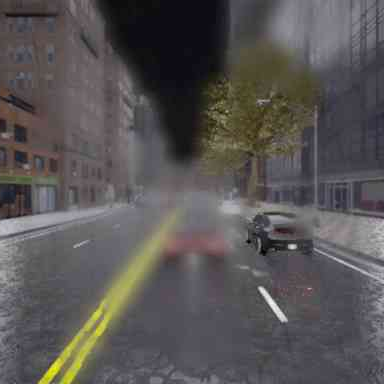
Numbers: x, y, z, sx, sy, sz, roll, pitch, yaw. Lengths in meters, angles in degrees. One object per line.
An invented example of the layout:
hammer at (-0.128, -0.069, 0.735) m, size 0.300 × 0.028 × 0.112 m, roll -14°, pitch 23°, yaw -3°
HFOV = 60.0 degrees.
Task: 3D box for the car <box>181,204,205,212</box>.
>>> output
car at (0.065, 1.657, 26.852) m, size 1.895 × 1.301 × 4.718 m, roll 0°, pitch 0°, yaw 0°

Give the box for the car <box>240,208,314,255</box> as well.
car at (3.323, 1.537, 13.361) m, size 1.837 × 1.490 × 4.892 m, roll 0°, pitch 0°, yaw 0°

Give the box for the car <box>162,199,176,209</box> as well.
car at (-3.309, 1.690, 48.023) m, size 1.895 × 1.301 × 4.718 m, roll 0°, pitch 0°, yaw 0°

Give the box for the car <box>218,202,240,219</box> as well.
car at (3.328, 1.587, 29.283) m, size 1.812 × 1.442 × 4.674 m, roll 0°, pitch 0°, yaw 0°

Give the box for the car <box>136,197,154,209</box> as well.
car at (-6.567, 1.439, 46.902) m, size 2.097 × 1.767 × 4.553 m, roll 0°, pitch 0°, yaw 0°

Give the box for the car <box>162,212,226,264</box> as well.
car at (0.065, 1.628, 11.869) m, size 1.895 × 1.301 × 4.718 m, roll 0°, pitch 0°, yaw 0°
